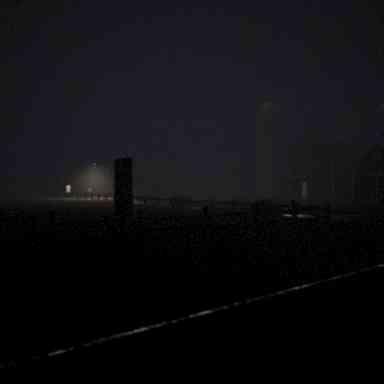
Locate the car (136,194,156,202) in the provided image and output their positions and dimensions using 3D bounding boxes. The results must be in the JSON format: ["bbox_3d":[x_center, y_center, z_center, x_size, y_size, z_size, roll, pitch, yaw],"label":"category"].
[{"bbox_3d":[-8.309,1.055,59.557,1.895,1.301,4.718,-1,1,-36],"label":"car"}]

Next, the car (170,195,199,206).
[{"bbox_3d":[-1.040,1.116,44.522,1.882,1.535,5.008,-1,1,-36],"label":"car"}]

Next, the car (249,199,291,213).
[{"bbox_3d":[7.576,1.341,32.518,1.994,1.385,4.181,-1,1,-36],"label":"car"}]
